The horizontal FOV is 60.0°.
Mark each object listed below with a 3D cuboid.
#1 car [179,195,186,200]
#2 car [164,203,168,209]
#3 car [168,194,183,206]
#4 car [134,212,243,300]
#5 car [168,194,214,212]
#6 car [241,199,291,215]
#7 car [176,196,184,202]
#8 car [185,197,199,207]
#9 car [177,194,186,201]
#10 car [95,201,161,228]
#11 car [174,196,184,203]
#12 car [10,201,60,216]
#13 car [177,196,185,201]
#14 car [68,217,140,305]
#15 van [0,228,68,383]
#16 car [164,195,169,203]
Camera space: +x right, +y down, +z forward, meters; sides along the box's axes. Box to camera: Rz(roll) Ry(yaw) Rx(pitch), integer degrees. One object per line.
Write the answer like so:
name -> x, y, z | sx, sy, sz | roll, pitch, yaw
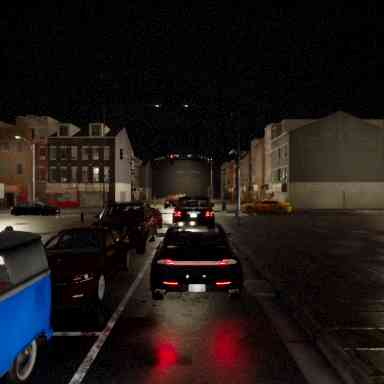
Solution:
car -> -2.737, 1.537, 94.261 | 1.967, 1.590, 4.097 | 0, 0, 0
car -> -2.661, 1.546, 19.009 | 1.887, 1.381, 4.507 | 0, 0, 0
car -> -2.700, 1.345, 56.273 | 2.192, 1.841, 5.009 | 0, 0, 0
car -> 0.090, 1.491, 8.337 | 2.128, 1.511, 4.902 | 0, 0, 0
car -> 0.082, 1.223, 18.530 | 2.150, 2.045, 5.566 | 0, 0, 0
car -> 7.544, 1.486, 34.119 | 5.008, 1.535, 1.882 | 0, 0, 5
car -> -2.720, 1.590, 77.811 | 1.752, 1.417, 4.829 | 0, 0, 0
car -> 0.006, 1.517, 52.717 | 2.128, 1.511, 4.902 | 0, 0, 0
car -> -2.732, 1.401, 88.835 | 2.192, 1.841, 5.009 | 0, 0, 0
car -> -2.658, 1.315, 13.576 | 2.192, 1.841, 5.009 | 0, 0, 0
car -> -2.714, 1.606, 72.553 | 2.008, 1.369, 4.403 | 0, 0, 0
car -> -14.483, 1.571, 30.866 | 4.181, 1.385, 1.994 | 0, 0, 0
car -> -2.725, 1.641, 83.407 | 1.947, 1.339, 4.313 | 0, 0, 0
car -> -2.651, 1.544, 8.142 | 1.887, 1.381, 4.507 | 0, 0, 0
van -> -2.646, 1.341, 2.708 | 1.690, 1.788, 3.998 | 0, 0, 0
car -> -2.689, 1.333, 45.419 | 2.192, 1.841, 5.009 | 0, 0, 0
